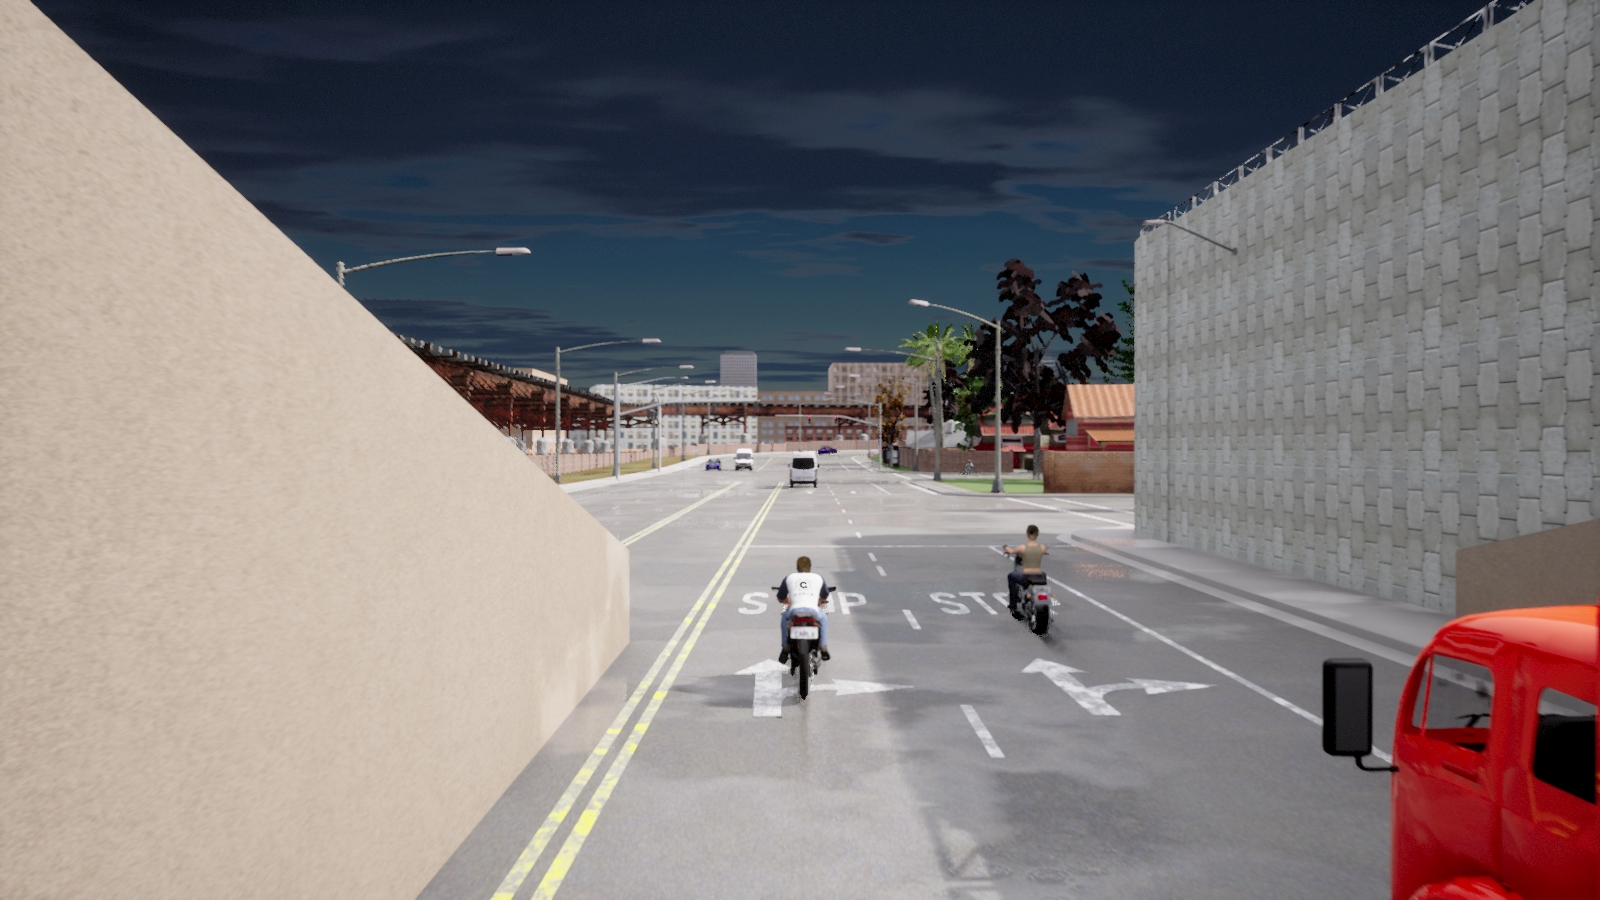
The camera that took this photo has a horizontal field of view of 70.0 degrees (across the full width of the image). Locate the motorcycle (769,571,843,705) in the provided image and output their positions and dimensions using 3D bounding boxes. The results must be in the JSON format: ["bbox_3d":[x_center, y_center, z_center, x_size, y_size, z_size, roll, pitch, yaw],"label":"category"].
[{"bbox_3d":[0.067,2.146,13.406,0.803,1.224,2.033,0,0,0],"label":"motorcycle"}]

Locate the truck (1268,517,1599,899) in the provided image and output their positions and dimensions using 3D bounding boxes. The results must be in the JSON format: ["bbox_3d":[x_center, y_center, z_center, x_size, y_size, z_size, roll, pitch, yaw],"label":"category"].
[{"bbox_3d":[3.512,1.563,2.776,2.627,2.467,5.204,0,0,0],"label":"truck"}]
